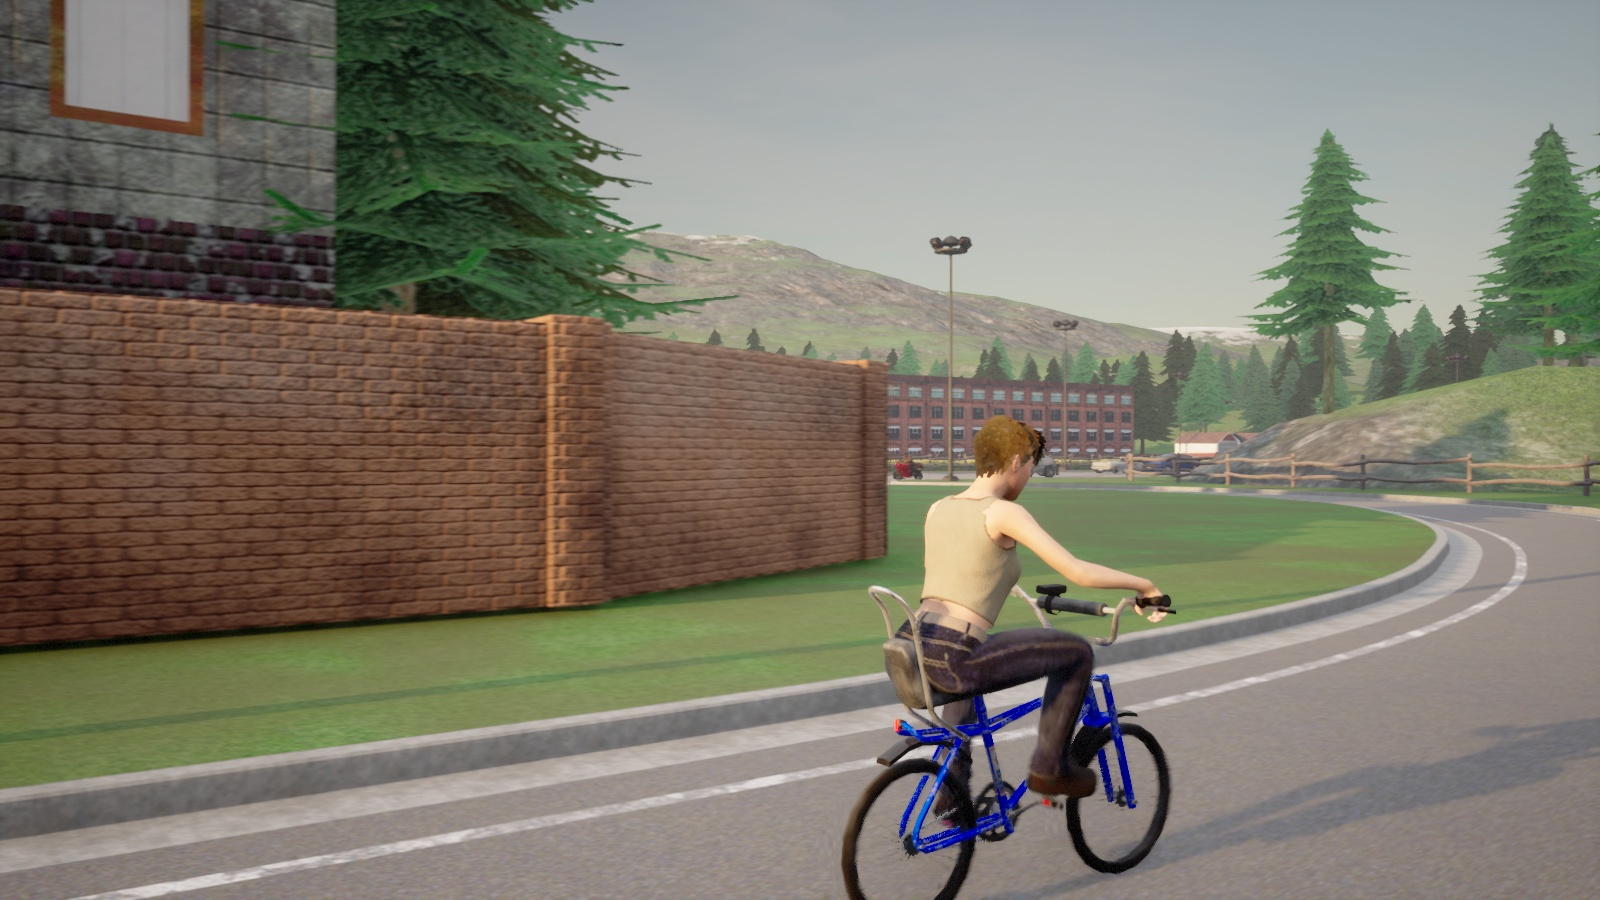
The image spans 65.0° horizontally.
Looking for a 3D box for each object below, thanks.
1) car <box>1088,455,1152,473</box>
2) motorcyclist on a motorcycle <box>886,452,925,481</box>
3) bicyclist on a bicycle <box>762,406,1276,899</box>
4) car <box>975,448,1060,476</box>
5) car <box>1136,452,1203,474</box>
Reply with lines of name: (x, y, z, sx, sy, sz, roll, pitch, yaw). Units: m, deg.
car: (23.422, 1.019, 91.869, 4.718, 1.301, 1.895, 0, 0, -34)
motorcyclist on a motorcycle: (5.618, 0.878, 66.803, 2.044, 1.523, 0.797, 0, 0, -35)
bicyclist on a bicycle: (0.743, 0.690, 4.182, 1.509, 1.612, 0.866, 0, 0, -35)
car: (13.258, 0.682, 76.383, 5.027, 1.651, 2.152, 0, 0, -35)
car: (26.413, 0.885, 89.676, 5.008, 1.535, 1.882, 0, 0, -34)
